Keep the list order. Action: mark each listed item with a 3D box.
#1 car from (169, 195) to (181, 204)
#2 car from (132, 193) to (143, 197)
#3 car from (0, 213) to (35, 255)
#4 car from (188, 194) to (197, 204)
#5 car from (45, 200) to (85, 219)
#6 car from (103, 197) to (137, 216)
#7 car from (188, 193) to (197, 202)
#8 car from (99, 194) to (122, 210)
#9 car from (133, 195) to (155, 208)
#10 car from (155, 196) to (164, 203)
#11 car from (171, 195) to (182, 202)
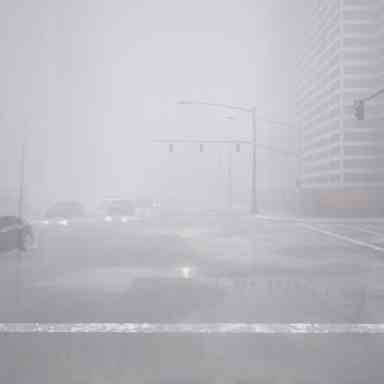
[{"bbox_3d":[-3.425,1.491,64.189,2.128,1.511,4.902,0,0,0],"label":"car"},{"bbox_3d":[-10.458,1.351,65.109,2.097,1.767,4.553,0,0,1],"label":"car"},{"bbox_3d":[-7.088,1.505,11.175,1.837,1.490,4.892,0,0,0],"label":"car"},{"bbox_3d":[0.075,1.547,64.185,2.033,1.411,5.357,0,0,0],"label":"car"},{"bbox_3d":[-10.905,1.504,28.930,1.837,1.490,4.892,0,0,5],"label":"car"},{"bbox_3d":[-7.062,1.506,33.174,1.837,1.490,4.892,0,0,0],"label":"car"},{"bbox_3d":[0.087,1.184,74.440,2.097,1.767,4.553,0,0,0],"label":"car"},{"bbox_3d":[-10.551,1.222,43.858,2.150,2.045,5.566,0,0,0],"label":"car"},{"bbox_3d":[-7.039,1.506,48.727,1.837,1.490,4.892,0,0,0],"label":"car"},{"bbox_3d":[-6.922,1.495,68.598,2.128,1.511,4.902,0,0,0],"label":"car"},{"bbox_3d":[-3.412,1.354,74.474,2.128,1.511,4.902,0,0,0],"label":"car"}]
